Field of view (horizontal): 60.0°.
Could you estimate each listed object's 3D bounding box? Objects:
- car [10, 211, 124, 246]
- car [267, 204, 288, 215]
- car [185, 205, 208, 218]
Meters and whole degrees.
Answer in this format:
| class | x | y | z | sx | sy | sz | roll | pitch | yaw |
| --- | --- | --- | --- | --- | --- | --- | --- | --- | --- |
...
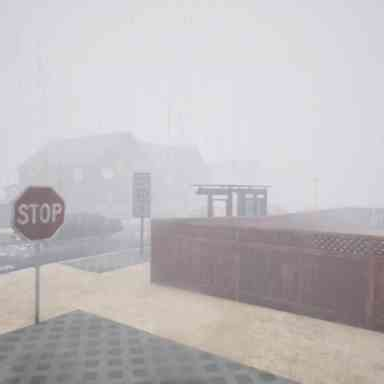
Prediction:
| class | x | y | z | sx | sy | sz | roll | pitch | yaw |
| --- | --- | --- | --- | --- | --- | --- | --- | --- | --- |
| car | -5.903 | 1.680 | 16.472 | 2.033 | 1.411 | 5.357 | 1 | 0 | 37 |
| car | 9.083 | 2.047 | 37.482 | 2.033 | 1.411 | 5.357 | 1 | 0 | 36 |
| car | 1.365 | 1.811 | 26.636 | 1.837 | 1.490 | 4.892 | 1 | 0 | 35 |
